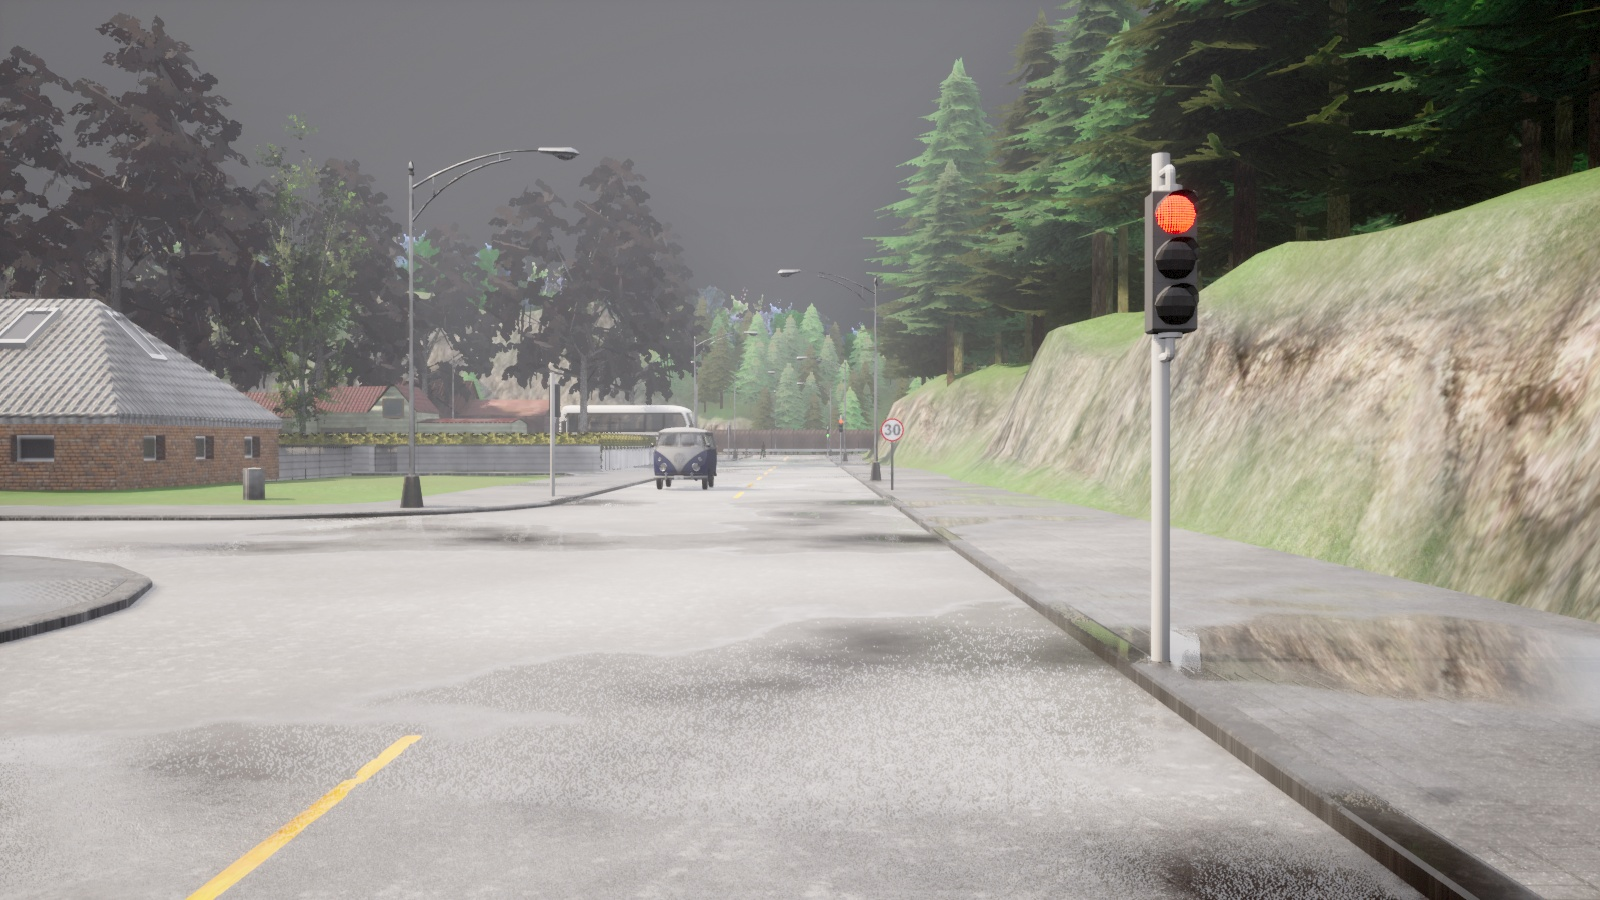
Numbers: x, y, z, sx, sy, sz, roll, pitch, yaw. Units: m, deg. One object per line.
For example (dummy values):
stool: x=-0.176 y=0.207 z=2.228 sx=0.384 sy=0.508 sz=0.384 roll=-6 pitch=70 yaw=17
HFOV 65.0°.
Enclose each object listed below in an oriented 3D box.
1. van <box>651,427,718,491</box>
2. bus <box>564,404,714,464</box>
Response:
van: x=-3.750 y=0.263 z=41.344 sx=1.775 sy=1.987 sz=4.442 roll=0 pitch=0 yaw=0
bus: x=-11.697 y=-1.157 z=91.729 sx=10.273 sy=4.253 sz=3.944 roll=0 pitch=0 yaw=5
